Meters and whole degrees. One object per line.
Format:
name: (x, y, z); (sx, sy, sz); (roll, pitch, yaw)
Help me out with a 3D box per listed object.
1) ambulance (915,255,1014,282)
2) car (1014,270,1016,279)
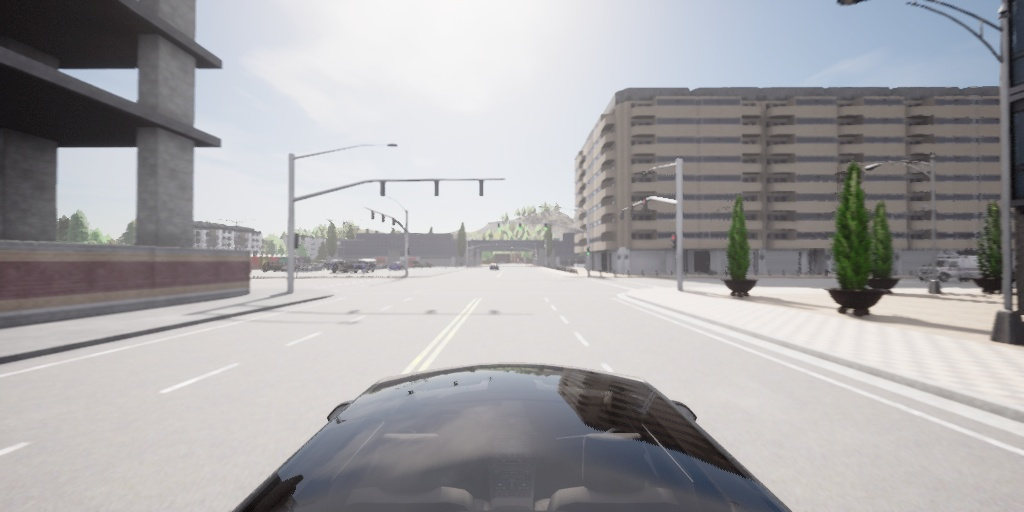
ambulance: (41.457, 1.140, 33.246); (6.366, 2.431, 2.351); (0, -1, 1)
car: (49.084, 1.759, 36.689); (4.718, 1.301, 1.895); (0, -1, 1)
